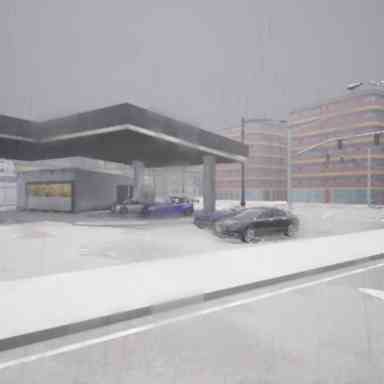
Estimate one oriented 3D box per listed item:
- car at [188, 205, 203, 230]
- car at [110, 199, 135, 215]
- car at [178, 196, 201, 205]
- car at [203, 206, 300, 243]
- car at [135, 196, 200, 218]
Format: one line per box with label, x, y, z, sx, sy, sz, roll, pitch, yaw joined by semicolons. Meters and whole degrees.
car;2.368;1.576;19.771;4.718;1.301;1.895;0;0;-35
car;-5.998;1.429;32.699;3.806;1.475;1.970;0;0;-35
car;-0.500;1.440;60.416;1.837;1.490;4.892;0;0;-36
car;3.174;1.484;16.036;4.892;1.490;1.837;0;0;-35
car;-2.042;1.267;28.464;4.611;1.667;2.242;0;0;-35
